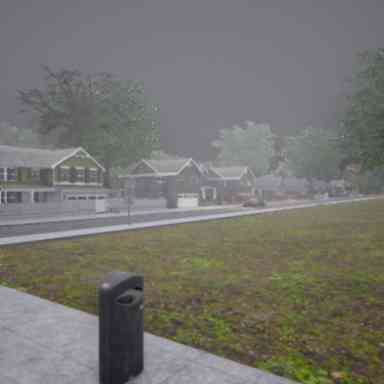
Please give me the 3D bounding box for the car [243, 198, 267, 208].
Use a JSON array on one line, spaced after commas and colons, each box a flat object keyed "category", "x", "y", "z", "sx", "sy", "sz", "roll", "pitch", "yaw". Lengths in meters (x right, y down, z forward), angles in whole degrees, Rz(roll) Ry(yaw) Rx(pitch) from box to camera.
[{"category": "car", "x": 9.578, "y": 1.611, "z": 50.041, "sx": 2.033, "sy": 1.411, "sz": 5.357, "roll": 0, "pitch": 0, "yaw": 35}]
